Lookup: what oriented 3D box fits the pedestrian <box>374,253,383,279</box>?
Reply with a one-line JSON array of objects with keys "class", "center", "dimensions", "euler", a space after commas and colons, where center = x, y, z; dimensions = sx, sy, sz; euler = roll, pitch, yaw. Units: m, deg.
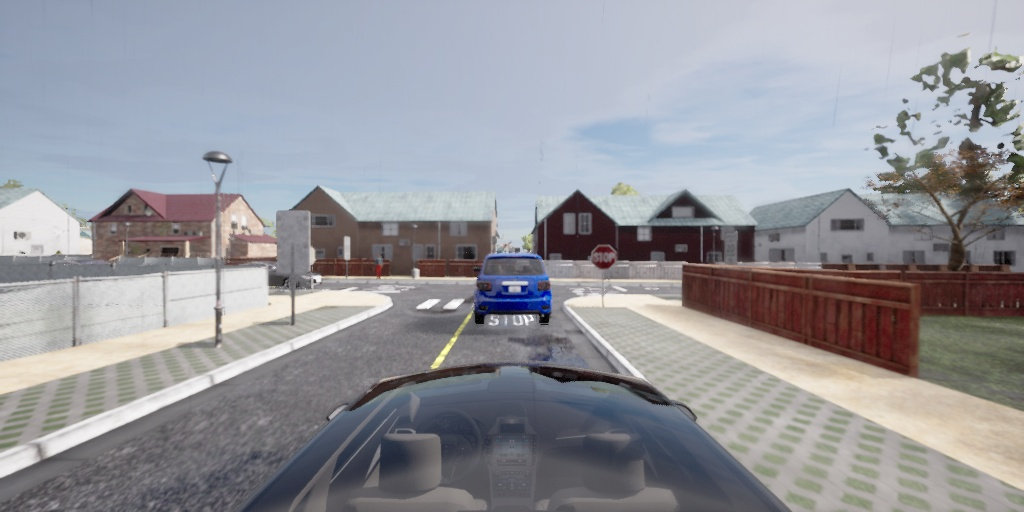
[{"class": "pedestrian", "center": [-9.357, 0.700, 25.163], "dimensions": [0.375, 1.860, 0.375], "euler": [0, 0, 1]}]

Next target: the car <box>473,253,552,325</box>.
[{"class": "car", "center": [-0.088, 0.926, 11.809], "dimensions": [2.150, 2.045, 5.566], "euler": [0, 0, -3]}]

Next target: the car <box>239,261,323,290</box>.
[{"class": "car", "center": [-12.858, 1.050, 19.380], "dimensions": [4.902, 1.511, 2.128], "euler": [1, 0, 1]}]

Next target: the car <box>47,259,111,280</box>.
[{"class": "car", "center": [-23.261, 0.943, 19.611], "dimensions": [4.902, 1.511, 2.128], "euler": [1, 0, 1]}]
